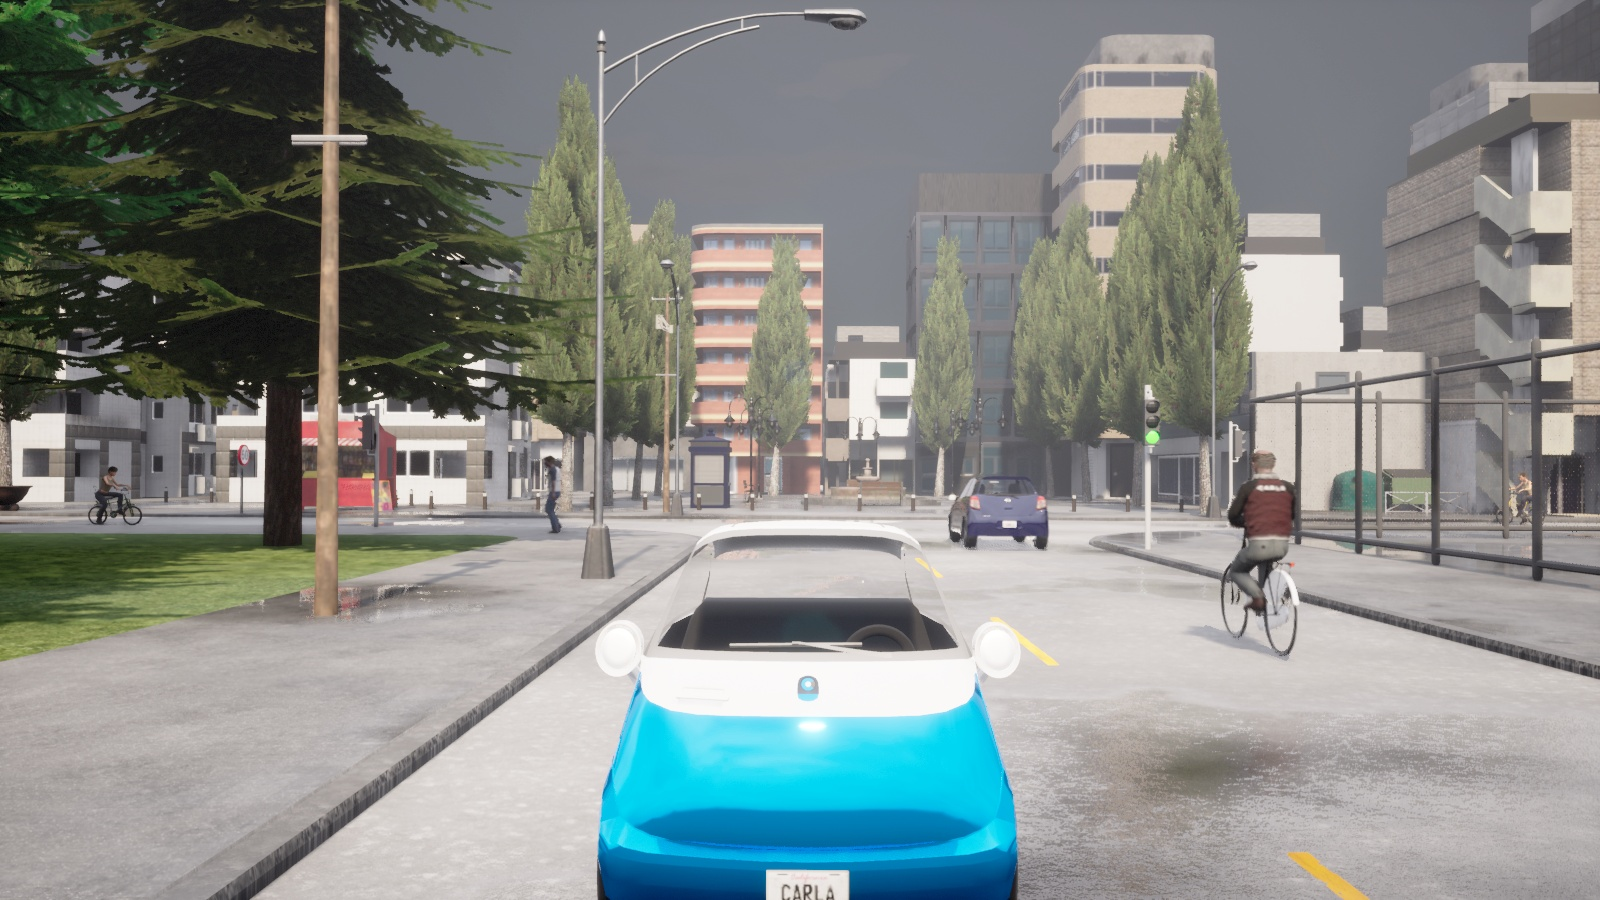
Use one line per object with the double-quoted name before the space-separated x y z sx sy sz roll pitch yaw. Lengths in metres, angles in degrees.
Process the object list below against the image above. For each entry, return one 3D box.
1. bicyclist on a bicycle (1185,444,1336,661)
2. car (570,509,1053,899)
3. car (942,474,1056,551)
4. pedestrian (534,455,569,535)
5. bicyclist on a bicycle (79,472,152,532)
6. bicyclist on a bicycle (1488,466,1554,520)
"bicyclist on a bicycle" 4.062 0.857 11.232 0.659 1.776 1.843 0 -1 0
"car" 0.037 0.953 4.965 1.481 1.376 2.207 0 -1 0
"car" 4.125 1.257 26.550 1.845 1.501 3.633 0 -1 0
"pedestrian" -5.692 1.028 28.756 0.706 1.836 0.354 0 -1 6
"bicyclist on a bicycle" -18.738 1.402 34.391 1.509 1.612 0.866 0 -1 1
"bicyclist on a bicycle" 21.948 1.304 38.248 1.509 1.612 0.866 0 -1 0
